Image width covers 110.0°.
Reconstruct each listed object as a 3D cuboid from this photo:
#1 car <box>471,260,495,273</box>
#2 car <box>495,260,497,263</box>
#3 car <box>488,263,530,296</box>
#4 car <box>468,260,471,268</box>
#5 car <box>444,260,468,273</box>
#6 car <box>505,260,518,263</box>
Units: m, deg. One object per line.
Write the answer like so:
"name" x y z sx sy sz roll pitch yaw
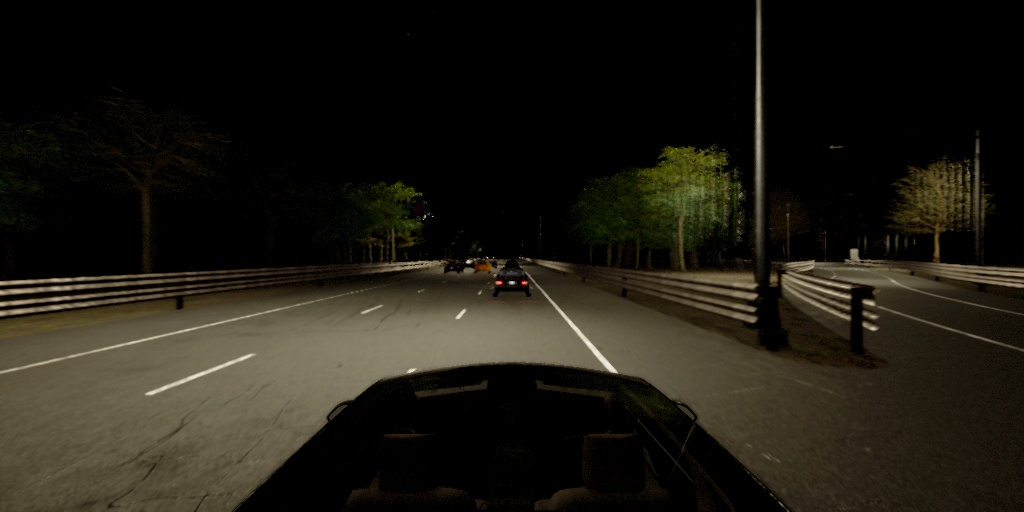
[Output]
"car" -3.495 1.298 43.808 1.882 1.535 5.008 0 0 0
"car" -3.451 1.345 60.816 2.128 1.511 4.902 0 0 0
"car" -0.003 1.310 19.336 2.033 1.411 5.357 0 0 0
"car" -6.956 1.417 60.167 1.994 1.385 4.181 0 0 0
"car" -7.003 1.385 43.711 1.994 1.385 4.181 0 0 0
"car" 0.011 1.312 38.142 1.837 1.490 4.892 0 0 2
